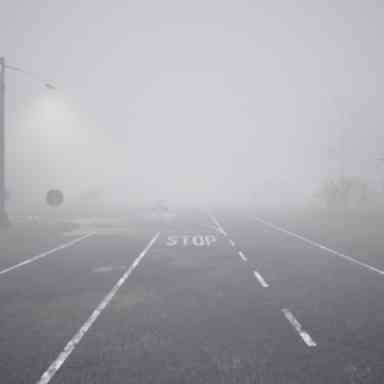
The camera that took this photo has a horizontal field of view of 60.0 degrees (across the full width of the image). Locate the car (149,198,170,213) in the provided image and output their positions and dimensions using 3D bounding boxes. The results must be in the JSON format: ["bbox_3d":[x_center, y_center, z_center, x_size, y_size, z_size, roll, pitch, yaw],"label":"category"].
[{"bbox_3d":[-3.440,1.439,36.542,1.812,1.442,4.674,0,0,0],"label":"car"}]
